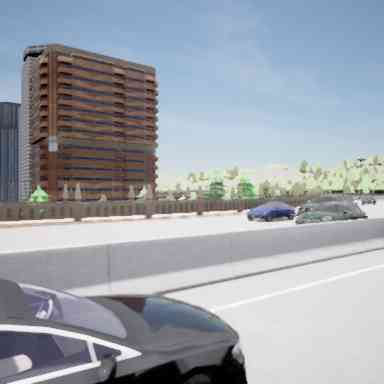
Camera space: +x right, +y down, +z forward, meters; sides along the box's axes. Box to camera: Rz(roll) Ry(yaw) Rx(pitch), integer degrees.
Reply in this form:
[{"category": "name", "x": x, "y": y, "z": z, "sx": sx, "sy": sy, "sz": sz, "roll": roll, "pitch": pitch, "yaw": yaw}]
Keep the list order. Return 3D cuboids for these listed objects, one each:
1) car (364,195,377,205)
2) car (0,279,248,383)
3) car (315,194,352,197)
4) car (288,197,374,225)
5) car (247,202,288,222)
[{"category": "car", "x": 31.106, "y": 1.329, "z": 58.473, "sx": 2.097, "sy": 1.767, "sz": 4.553, "roll": 0, "pitch": 0, "yaw": 25}, {"category": "car", "x": -1.687, "y": 1.486, "z": 2.550, "sx": 4.902, "sy": 1.511, "sz": 2.128, "roll": 0, "pitch": 0, "yaw": -35}, {"category": "car", "x": 10.084, "y": 1.207, "z": 24.584, "sx": 5.566, "sy": 2.045, "sz": 2.150, "roll": 0, "pitch": 0, "yaw": -41}, {"category": "car", "x": 7.681, "y": 1.341, "z": 18.236, "sx": 4.553, "sy": 1.767, "sz": 2.097, "roll": 0, "pitch": 0, "yaw": -38}, {"category": "car", "x": 6.308, "y": 1.505, "z": 25.994, "sx": 4.674, "sy": 1.442, "sz": 1.812, "roll": 0, "pitch": 0, "yaw": -40}]
